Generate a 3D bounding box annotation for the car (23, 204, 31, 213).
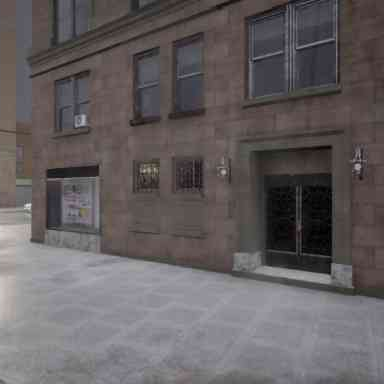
[{"bbox_3d":[-15.648,1.439,35.818,1.812,1.442,4.674,0,0,35],"label":"car"}]
